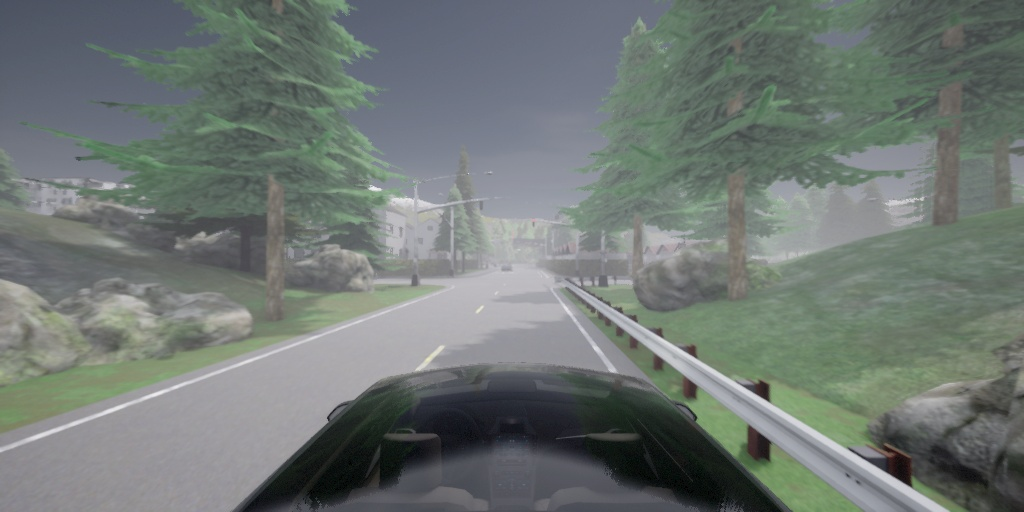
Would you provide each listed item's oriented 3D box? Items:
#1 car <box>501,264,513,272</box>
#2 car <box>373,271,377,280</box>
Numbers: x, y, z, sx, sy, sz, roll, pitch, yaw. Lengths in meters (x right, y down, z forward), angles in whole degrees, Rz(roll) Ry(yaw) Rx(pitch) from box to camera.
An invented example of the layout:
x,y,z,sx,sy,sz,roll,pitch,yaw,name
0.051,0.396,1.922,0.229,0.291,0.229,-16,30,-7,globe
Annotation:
x,y,z,sx,sy,sz,roll,pitch,yaw,name
-0.807,2.052,61.533,2.033,1.411,5.357,0,-1,3,car
-14.743,1.468,32.767,4.553,1.767,2.097,0,-1,3,car
